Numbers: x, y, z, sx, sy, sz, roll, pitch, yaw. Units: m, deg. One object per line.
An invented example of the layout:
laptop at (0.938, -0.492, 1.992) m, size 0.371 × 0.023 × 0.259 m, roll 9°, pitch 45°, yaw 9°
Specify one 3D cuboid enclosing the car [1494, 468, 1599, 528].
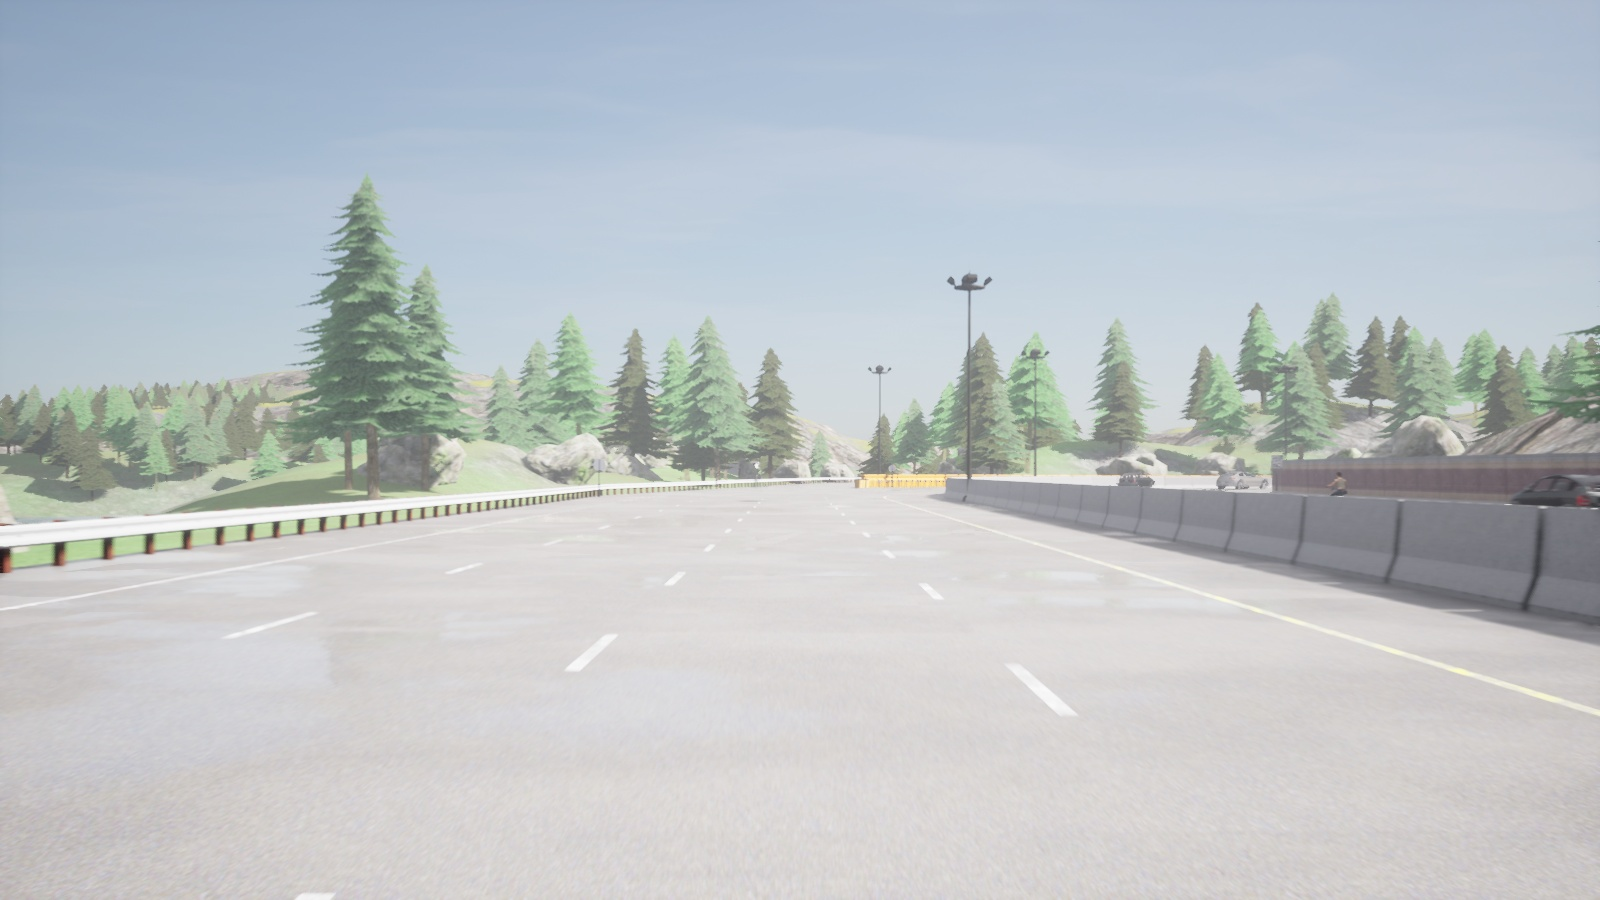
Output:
car at (20.889, 1.285, 34.283) m, size 1.789 × 1.549 × 3.705 m, roll 0°, pitch -1°, yaw 0°
